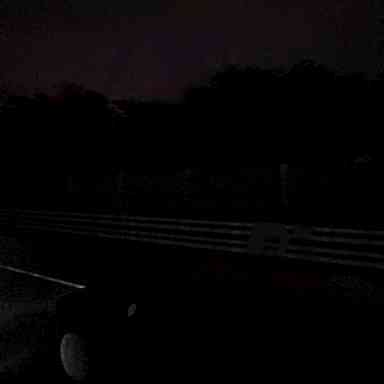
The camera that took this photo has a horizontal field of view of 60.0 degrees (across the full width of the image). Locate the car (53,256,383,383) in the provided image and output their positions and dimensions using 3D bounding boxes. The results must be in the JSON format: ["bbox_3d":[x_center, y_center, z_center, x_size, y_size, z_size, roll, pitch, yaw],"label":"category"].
[{"bbox_3d":[0.481,1.479,3.650,5.008,1.535,1.882,0,0,35],"label":"car"}]
